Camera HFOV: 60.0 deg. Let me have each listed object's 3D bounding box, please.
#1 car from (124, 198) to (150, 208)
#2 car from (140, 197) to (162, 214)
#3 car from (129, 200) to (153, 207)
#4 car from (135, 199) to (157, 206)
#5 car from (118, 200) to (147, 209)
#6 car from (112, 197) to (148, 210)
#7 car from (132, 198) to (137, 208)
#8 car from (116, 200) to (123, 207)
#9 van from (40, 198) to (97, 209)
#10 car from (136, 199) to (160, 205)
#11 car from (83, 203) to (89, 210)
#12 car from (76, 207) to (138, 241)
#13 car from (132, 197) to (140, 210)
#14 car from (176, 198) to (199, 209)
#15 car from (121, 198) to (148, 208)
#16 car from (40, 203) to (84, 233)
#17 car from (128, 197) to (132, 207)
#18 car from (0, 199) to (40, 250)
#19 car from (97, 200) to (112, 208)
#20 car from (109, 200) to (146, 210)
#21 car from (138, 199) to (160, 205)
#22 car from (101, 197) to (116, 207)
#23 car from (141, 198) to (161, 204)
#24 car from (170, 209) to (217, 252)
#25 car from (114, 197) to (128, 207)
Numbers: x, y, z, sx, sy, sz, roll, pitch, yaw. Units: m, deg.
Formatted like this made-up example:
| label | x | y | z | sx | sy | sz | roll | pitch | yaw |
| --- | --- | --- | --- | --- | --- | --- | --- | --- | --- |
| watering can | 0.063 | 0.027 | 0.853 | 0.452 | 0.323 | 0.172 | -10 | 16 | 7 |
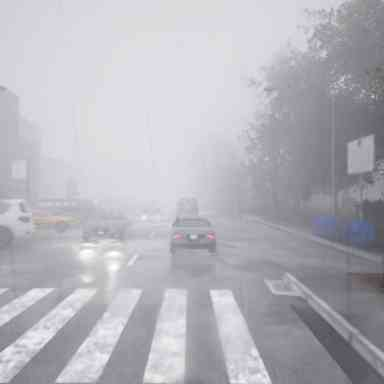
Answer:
| label | x | y | z | sx | sy | sz | roll | pitch | yaw |
| --- | --- | --- | --- | --- | --- | --- | --- | --- | --- |
| car | -10.711 | 2.086 | 64.724 | 4.553 | 1.767 | 2.185 | 0 | -1 | -21 |
| car | -4.796 | 1.792 | 40.911 | 2.097 | 1.767 | 4.553 | 0 | -1 | -1 |
| car | -10.823 | 2.341 | 70.731 | 4.674 | 1.452 | 2.002 | 0 | -1 | -21 |
| car | -11.054 | 2.441 | 79.728 | 4.892 | 1.521 | 2.231 | 0 | -1 | -21 |
| car | -10.540 | 2.165 | 58.726 | 4.674 | 1.452 | 2.002 | 0 | -1 | -21 |
| car | -10.465 | 1.832 | 55.754 | 5.566 | 2.045 | 2.435 | 0 | -1 | -21 |
| car | -10.188 | 1.954 | 43.737 | 4.792 | 1.488 | 2.163 | 0 | -1 | -21 |
| car | -10.013 | 1.854 | 34.716 | 4.674 | 1.452 | 2.002 | 0 | -1 | -21 |
| van | -9.907 | 1.483 | 25.663 | 4.442 | 1.987 | 1.878 | 0 | 0 | -21 |
| car | -10.954 | 2.483 | 82.796 | 5.366 | 1.575 | 1.946 | 0 | -1 | -22 |
| car | -9.730 | 1.713 | 22.706 | 4.674 | 1.452 | 2.002 | 0 | -1 | -22 |
| car | -4.308 | 1.730 | 17.496 | 1.994 | 1.385 | 4.181 | 0 | -1 | -1 |
| car | -10.255 | 1.711 | 46.740 | 5.566 | 2.045 | 2.435 | 0 | -1 | -21 |
| car | -0.495 | 1.612 | 34.094 | 2.150 | 2.045 | 5.566 | 0 | -1 | -2 |
| car | -10.643 | 2.043 | 61.723 | 4.553 | 1.767 | 2.185 | 0 | -1 | -21 |
| car | -9.474 | 1.635 | 19.770 | 5.366 | 1.575 | 1.946 | 0 | -1 | -21 |
| car | -10.115 | 1.761 | 40.727 | 4.553 | 1.767 | 2.185 | 0 | 0 | -21 |
| car | -9.510 | 1.317 | 13.678 | 5.566 | 2.045 | 2.435 | 0 | 0 | -22 |
| car | -9.864 | 1.743 | 28.707 | 5.008 | 1.535 | 2.097 | 0 | 0 | -21 |
| car | -10.238 | 2.039 | 52.798 | 5.366 | 1.575 | 1.946 | 0 | -1 | -21 |
| car | -11.035 | 2.529 | 85.797 | 5.366 | 1.575 | 1.946 | 0 | -1 | -22 |
| car | -9.975 | 1.653 | 31.710 | 4.553 | 1.767 | 2.185 | 0 | -1 | -21 |
| car | -11.638 | 2.660 | 94.668 | 5.366 | 1.575 | 1.946 | 0 | 0 | -22 |
| car | 0.002 | 1.711 | 14.569 | 2.033 | 1.411 | 5.357 | 0 | -1 | -1 |
| car | -10.048 | 1.724 | 37.726 | 4.553 | 1.767 | 2.185 | 0 | 0 | -21 |
